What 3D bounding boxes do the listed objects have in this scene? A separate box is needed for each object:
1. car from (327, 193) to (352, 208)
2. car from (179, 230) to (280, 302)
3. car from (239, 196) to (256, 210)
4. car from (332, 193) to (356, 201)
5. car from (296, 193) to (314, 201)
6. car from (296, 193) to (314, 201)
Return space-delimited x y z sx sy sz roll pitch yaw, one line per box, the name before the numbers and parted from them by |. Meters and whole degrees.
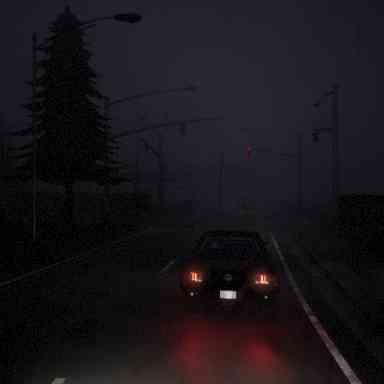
car | 20.190 1.330 43.050 5.027 1.636 2.152 0 0 10
car | 0.979 1.601 8.313 1.895 1.301 4.718 0 0 8
car | 7.178 1.352 43.256 2.097 1.767 4.553 0 0 10
car | 34.416 1.097 75.374 4.605 1.855 1.932 0 0 10
car | 27.234 1.077 79.971 3.866 1.878 1.905 0 0 10
car | 26.057 1.361 76.802 3.806 1.475 1.970 0 0 10
